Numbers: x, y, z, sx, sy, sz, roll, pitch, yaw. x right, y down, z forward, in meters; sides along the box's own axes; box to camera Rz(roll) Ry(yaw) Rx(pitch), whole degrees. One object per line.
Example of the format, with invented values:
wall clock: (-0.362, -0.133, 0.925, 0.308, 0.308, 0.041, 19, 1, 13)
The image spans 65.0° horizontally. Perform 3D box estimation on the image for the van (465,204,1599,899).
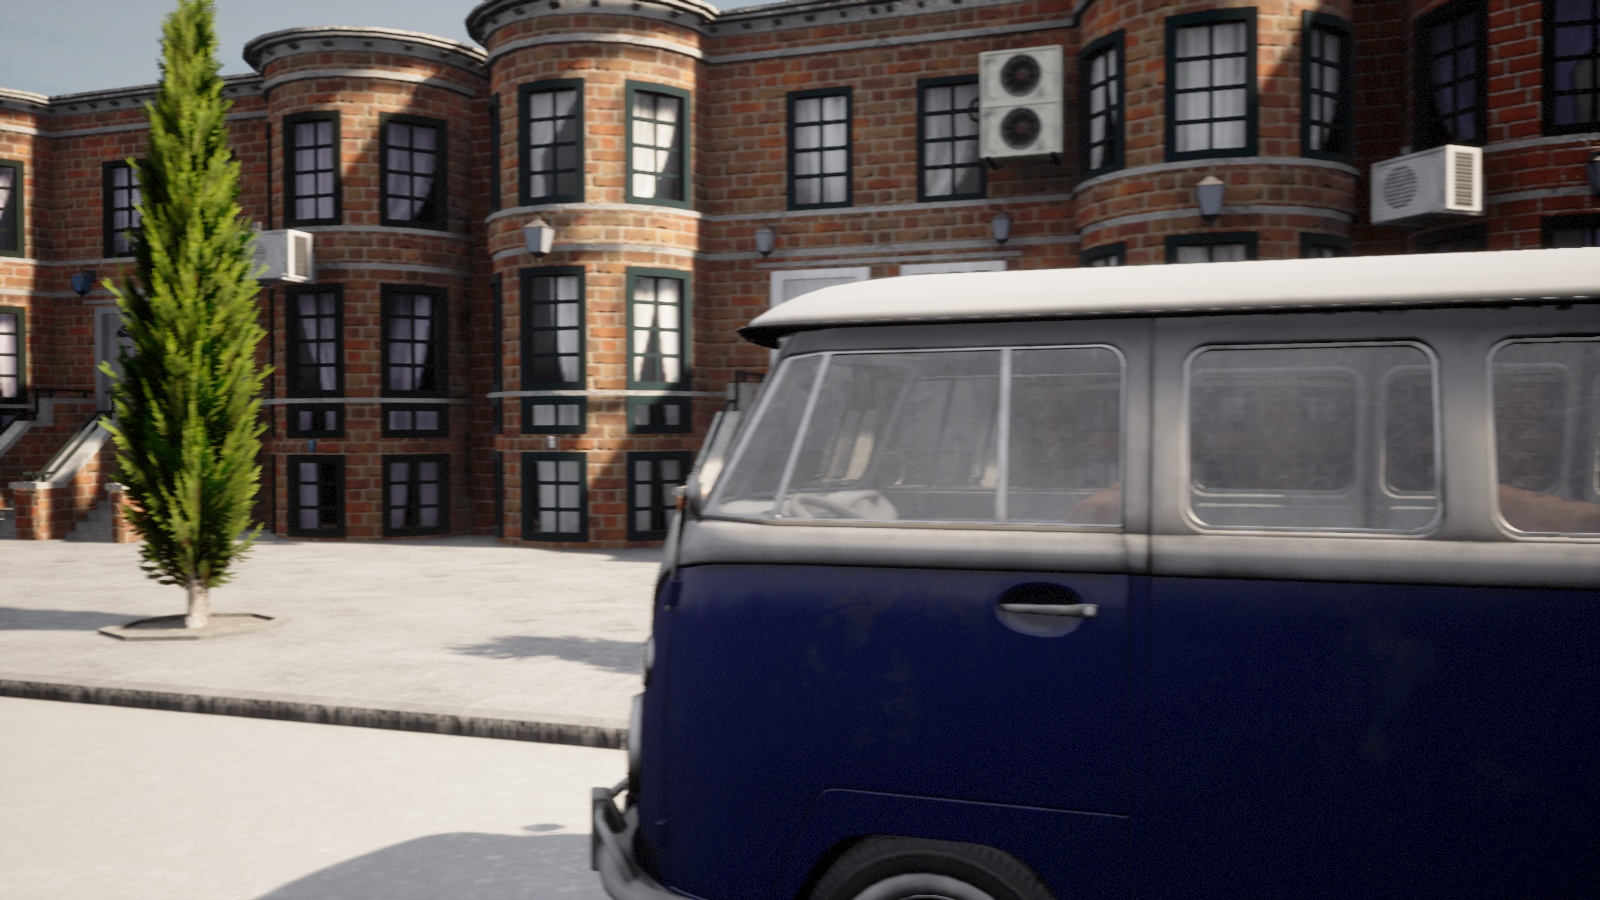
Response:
van: (1.574, 0.534, 3.186, 4.442, 1.987, 1.775, 1, 1, 19)
